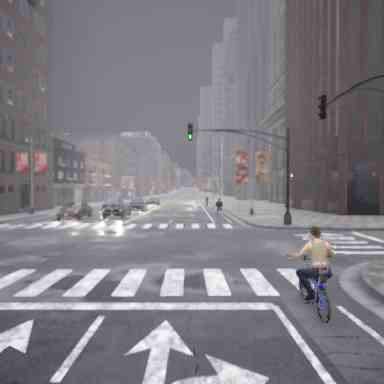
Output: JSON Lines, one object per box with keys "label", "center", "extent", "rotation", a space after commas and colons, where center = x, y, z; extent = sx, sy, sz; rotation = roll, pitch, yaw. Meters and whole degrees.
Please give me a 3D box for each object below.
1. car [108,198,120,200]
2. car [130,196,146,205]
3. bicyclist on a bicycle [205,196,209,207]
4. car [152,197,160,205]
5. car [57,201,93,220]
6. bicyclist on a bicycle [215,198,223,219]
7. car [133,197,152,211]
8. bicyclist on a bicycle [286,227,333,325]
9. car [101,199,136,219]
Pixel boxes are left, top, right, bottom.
{"label": "car", "center": [-9.836, 1.485, 41.900], "extent": [1.882, 1.535, 5.008], "rotation": [0, 0, 0]}
{"label": "car", "center": [-9.761, 1.552, 60.475], "extent": [2.033, 1.411, 5.357], "rotation": [0, 0, 0]}
{"label": "bicyclist on a bicycle", "center": [2.252, 1.459, 49.290], "extent": [0.582, 1.620, 1.656], "rotation": [0, 0, 0]}
{"label": "car", "center": [-6.548, 1.569, 57.089], "extent": [1.994, 1.385, 4.181], "rotation": [0, 0, 1]}
{"label": "car", "center": [-9.839, 1.530, 28.284], "extent": [1.812, 1.442, 4.674], "rotation": [0, 0, 0]}
{"label": "bicyclist on a bicycle", "center": [2.250, 1.374, 27.684], "extent": [0.659, 1.776, 1.843], "rotation": [0, 0, 0]}
{"label": "car", "center": [-6.594, 1.554, 41.064], "extent": [2.033, 1.411, 5.357], "rotation": [0, 0, 0]}
{"label": "bicyclist on a bicycle", "center": [2.240, 1.434, 6.141], "extent": [0.866, 1.612, 1.509], "rotation": [0, 0, 0]}
{"label": "car", "center": [-6.596, 1.605, 29.622], "extent": [1.895, 1.301, 4.718], "rotation": [0, 0, 0]}
